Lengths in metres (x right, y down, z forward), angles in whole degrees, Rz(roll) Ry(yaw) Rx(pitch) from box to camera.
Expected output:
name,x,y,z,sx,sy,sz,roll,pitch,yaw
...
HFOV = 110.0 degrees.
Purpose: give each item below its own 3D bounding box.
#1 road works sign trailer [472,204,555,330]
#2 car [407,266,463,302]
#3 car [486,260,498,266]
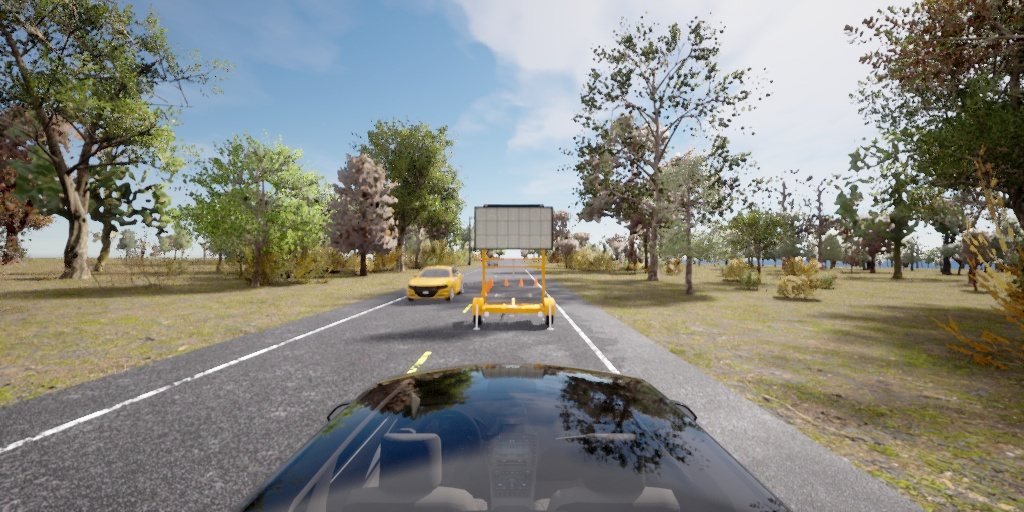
name,x,y,z,sx,sy,sz,roll,pitch,yaw
road works sign trailer,0.050,0.213,11.094,2.380,3.560,2.880,0,0,0
car,-3.526,1.228,17.181,1.882,1.535,5.008,0,0,0
car,-3.293,1.302,60.122,2.128,1.511,4.902,0,0,1
